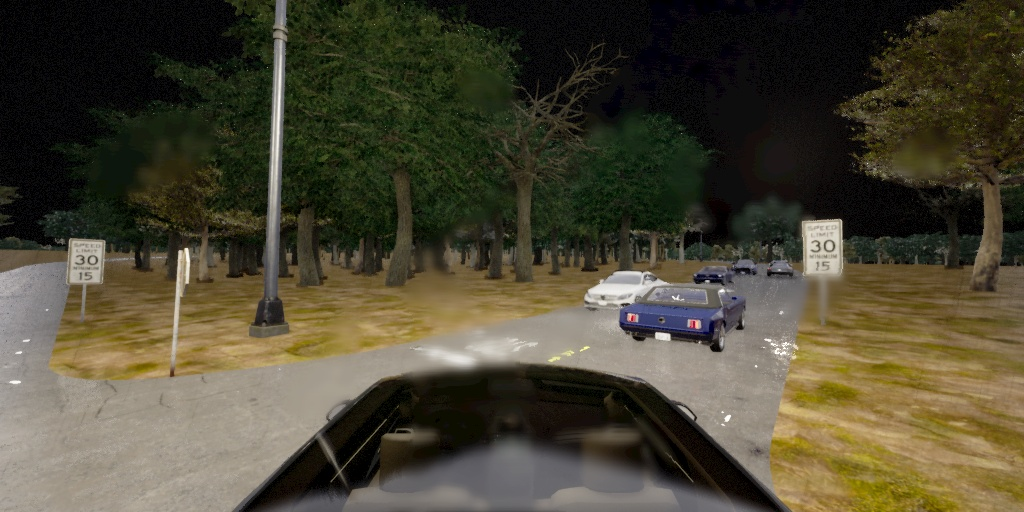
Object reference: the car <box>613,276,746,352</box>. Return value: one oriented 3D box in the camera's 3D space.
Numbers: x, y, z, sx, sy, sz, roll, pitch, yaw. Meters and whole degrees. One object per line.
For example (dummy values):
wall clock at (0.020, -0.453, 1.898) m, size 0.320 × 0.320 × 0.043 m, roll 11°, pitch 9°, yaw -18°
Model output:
car at (4.506, 1.348, 8.983) m, size 1.895 × 1.301 × 4.718 m, roll -1°, pitch -1°, yaw 40°

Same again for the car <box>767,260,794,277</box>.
car at (25.866, 1.257, 34.586) m, size 1.994 × 1.385 × 4.181 m, roll -1°, pitch 0°, yaw 38°

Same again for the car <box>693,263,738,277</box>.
car at (14.316, 1.366, 25.379) m, size 1.895 × 1.301 × 4.718 m, roll -1°, pitch -1°, yaw 40°

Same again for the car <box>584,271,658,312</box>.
car at (4.541, 1.309, 13.822) m, size 1.812 × 1.442 × 4.674 m, roll -1°, pitch -1°, yaw 40°

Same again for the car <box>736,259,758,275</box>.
car at (24.669, 1.090, 37.973) m, size 2.097 × 1.767 × 4.553 m, roll -1°, pitch 0°, yaw 37°
